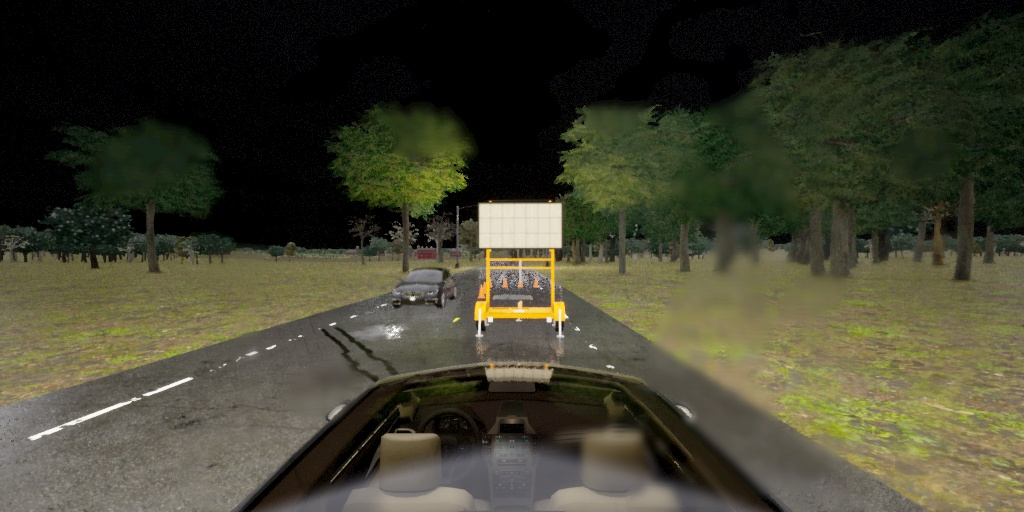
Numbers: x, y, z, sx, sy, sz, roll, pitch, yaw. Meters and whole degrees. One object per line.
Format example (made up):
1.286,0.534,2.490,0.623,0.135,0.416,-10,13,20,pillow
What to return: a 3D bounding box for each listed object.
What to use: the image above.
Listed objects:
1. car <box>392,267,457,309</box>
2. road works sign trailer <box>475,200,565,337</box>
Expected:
-3.470,1.249,14.949,1.837,1.490,4.892,0,0,0,car
0.240,0.210,10.246,2.380,3.560,2.880,0,0,2,road works sign trailer
